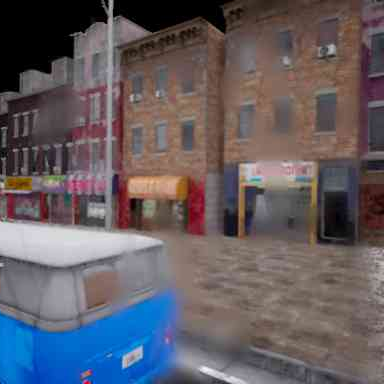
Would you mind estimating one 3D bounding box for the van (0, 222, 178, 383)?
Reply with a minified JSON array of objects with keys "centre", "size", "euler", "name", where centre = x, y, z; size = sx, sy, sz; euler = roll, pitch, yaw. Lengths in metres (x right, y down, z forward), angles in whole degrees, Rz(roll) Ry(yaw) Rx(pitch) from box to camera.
[{"centre":[-2.081,1.357,4.271],"size":[3.998,1.788,1.690],"euler":[0,1,36],"name":"van"}]
